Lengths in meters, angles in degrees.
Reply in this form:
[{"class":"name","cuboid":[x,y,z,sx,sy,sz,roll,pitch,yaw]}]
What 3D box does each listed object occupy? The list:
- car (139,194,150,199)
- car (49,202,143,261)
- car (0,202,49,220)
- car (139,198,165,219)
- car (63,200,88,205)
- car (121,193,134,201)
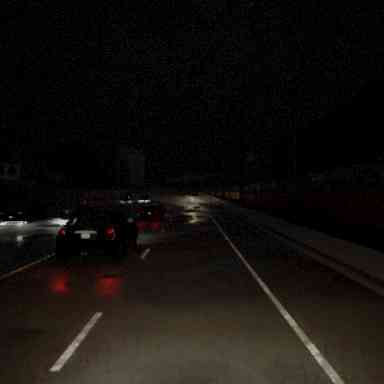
[{"class":"car","cuboid":[-10.494,1.137,73.506,1.994,1.385,4.181,0,0,0]},{"class":"car","cuboid":[-3.416,1.431,12.826,2.097,1.767,4.553,0,0,0]},{"class":"car","cuboid":[-14.100,1.556,28.508,2.033,1.411,5.357,0,0,0]},{"class":"car","cuboid":[-3.409,1.529,29.213,1.812,1.442,4.674,0,0,0]},{"class":"car","cuboid":[-10.596,1.483,30.625,2.128,1.511,4.902,0,1,0]},{"class":"car","cuboid":[-13.994,1.001,71.776,2.097,1.767,4.553,0,0,0]}]
